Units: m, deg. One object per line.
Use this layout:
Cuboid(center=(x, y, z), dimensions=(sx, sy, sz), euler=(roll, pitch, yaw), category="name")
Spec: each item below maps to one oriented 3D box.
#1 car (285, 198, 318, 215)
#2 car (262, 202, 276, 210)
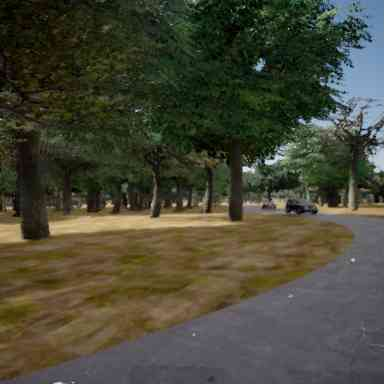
Cuboid(center=(13.444, 1.787, 41.227), dimensions=(2.150, 2.045, 5.566), euler=(0, -1, -7), category="car")
Cuboid(center=(14.708, 2.645, 63.484), dimensions=(2.128, 1.511, 4.902), euler=(0, -2, -2), category="car")
